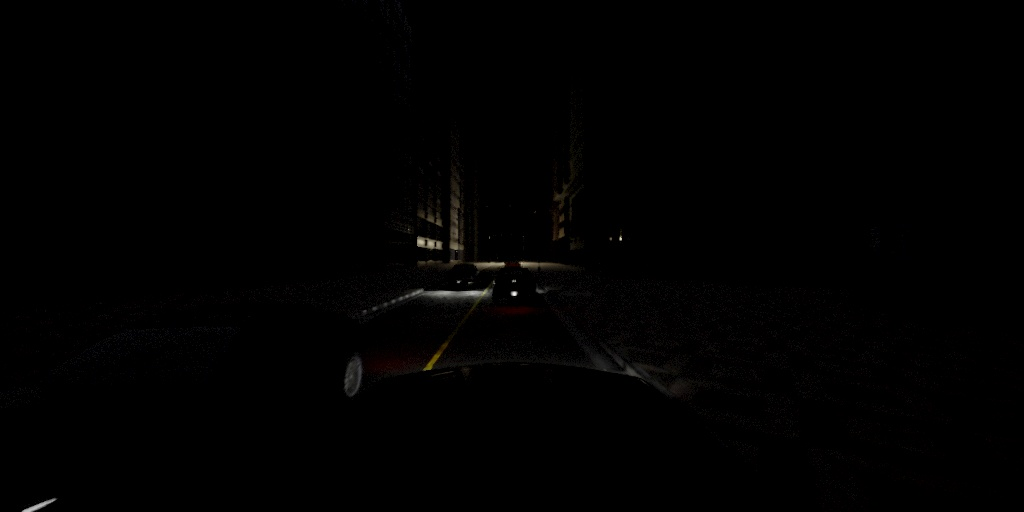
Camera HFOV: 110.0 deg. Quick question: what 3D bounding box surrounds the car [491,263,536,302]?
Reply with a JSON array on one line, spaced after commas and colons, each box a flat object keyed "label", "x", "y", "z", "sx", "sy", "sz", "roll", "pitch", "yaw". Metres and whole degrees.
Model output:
[{"label": "car", "x": 0.094, "y": 1.261, "z": 16.892, "sx": 1.837, "sy": 1.490, "sz": 4.892, "roll": 0, "pitch": 0, "yaw": 0}]

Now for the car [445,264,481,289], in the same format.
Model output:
[{"label": "car", "x": -3.076, "y": 1.266, "z": 23.100, "sx": 1.837, "sy": 1.490, "sz": 4.892, "roll": 0, "pitch": 0, "yaw": 0}]

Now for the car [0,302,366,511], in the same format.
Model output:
[{"label": "car", "x": -3.093, "y": 1.276, "z": 3.674, "sx": 1.812, "sy": 1.442, "sz": 4.674, "roll": 0, "pitch": 0, "yaw": 0}]

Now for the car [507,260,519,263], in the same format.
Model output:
[{"label": "car", "x": 0.088, "y": 1.247, "z": 43.082, "sx": 1.882, "sy": 1.535, "sz": 5.008, "roll": 0, "pitch": 0, "yaw": 0}]
